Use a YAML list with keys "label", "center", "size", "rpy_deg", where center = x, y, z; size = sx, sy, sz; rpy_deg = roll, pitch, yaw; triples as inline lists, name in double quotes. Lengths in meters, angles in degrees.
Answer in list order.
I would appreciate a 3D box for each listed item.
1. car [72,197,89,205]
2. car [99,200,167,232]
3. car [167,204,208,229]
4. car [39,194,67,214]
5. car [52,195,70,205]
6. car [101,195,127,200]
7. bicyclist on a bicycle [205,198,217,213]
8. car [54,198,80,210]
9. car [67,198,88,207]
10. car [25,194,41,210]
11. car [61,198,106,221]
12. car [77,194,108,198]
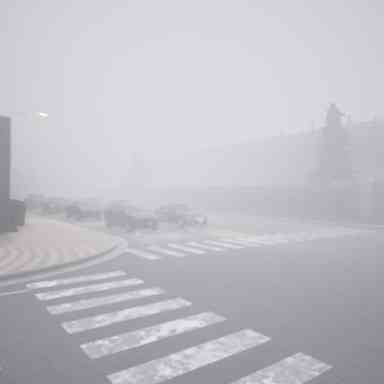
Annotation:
- label: "car"
  center: [-21.278, 1.694, 63.317]
  size: [1.812, 1.442, 4.674]
  rpy_deg: [1, 0, -36]
- label: "car"
  center: [-3.811, 1.523, 20.686]
  size: [1.882, 1.535, 5.008]
  rpy_deg: [1, 0, -36]
- label: "car"
  center: [-0.878, 1.577, 22.600]
  size: [2.128, 1.511, 4.902]
  rpy_deg: [1, 0, -36]
- label: "car"
  center: [-14.640, 1.399, 35.836]
  size: [2.097, 1.767, 4.553]
  rpy_deg: [1, 0, -36]
- label: "car"
  center: [-24.307, 1.481, 61.589]
  size: [2.097, 1.767, 4.553]
  rpy_deg: [1, 0, -36]
- label: "car"
  center: [-6.234, 1.438, 30.091]
  size: [2.097, 1.767, 4.553]
  rpy_deg: [1, 0, -36]
- label: "bicyclist on a bicycle"
  center: [2.157, 1.511, 37.239]
  size: [1.656, 1.620, 0.582]
  rpy_deg: [0, 0, -36]
- label: "car"
  center: [-17.073, 1.578, 45.269]
  size: [2.128, 1.511, 4.902]
  rpy_deg: [1, 0, -35]
- label: "car"
  center: [-18.341, 1.730, 53.368]
  size: [1.895, 1.301, 4.718]
  rpy_deg: [1, 0, -36]
- label: "car"
  center: [-20.850, 1.269, 44.549]
  size: [2.150, 2.045, 5.566]
  rpy_deg: [1, 0, -35]
- label: "car"
  center: [-9.265, 1.524, 28.311]
  size: [1.882, 1.535, 5.008]
  rpy_deg: [1, 0, -36]
- label: "car"
  center: [-11.372, 1.438, 37.274]
  size: [2.097, 1.767, 4.553]
  rpy_deg: [1, 0, -35]
